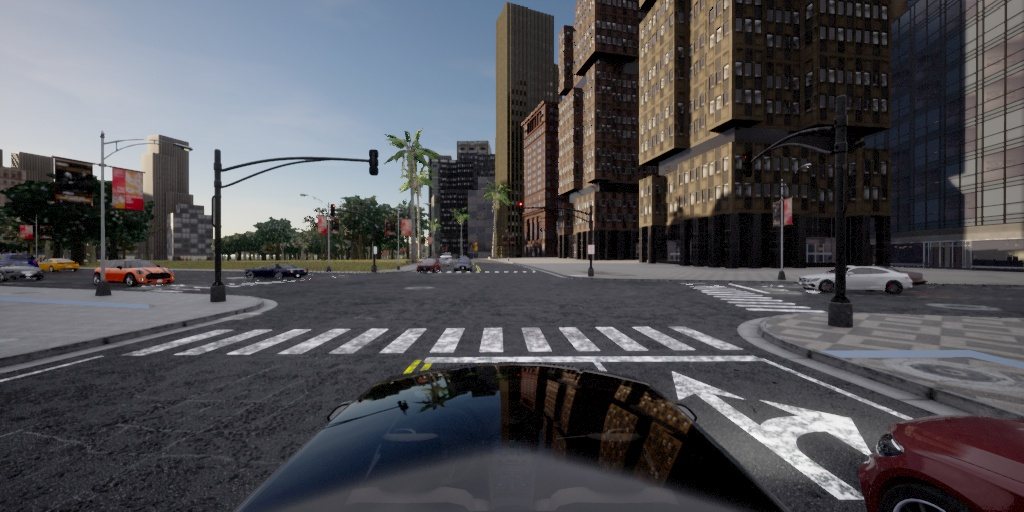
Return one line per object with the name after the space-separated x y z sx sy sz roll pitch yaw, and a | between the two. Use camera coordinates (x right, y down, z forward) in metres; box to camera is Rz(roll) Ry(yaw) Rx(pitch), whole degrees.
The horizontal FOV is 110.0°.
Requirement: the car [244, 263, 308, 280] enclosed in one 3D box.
-18.968 1.236 28.777 4.718 1.301 1.895 0 0 16 | car

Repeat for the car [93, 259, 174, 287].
-24.574 1.004 23.357 4.553 1.767 2.097 0 0 15 | car

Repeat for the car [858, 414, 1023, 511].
3.266 1.276 0.435 1.812 1.442 4.674 0 0 0 | car

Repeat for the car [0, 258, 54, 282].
-37.558 1.111 26.769 4.902 1.511 2.128 0 0 15 | car

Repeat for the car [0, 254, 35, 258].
-52.695 0.778 37.565 5.566 2.045 2.150 0 0 15 | car

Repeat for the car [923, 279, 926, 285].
21.183 1.229 21.738 5.357 1.411 2.033 0 0 15 | car

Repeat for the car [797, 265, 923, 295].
18.158 1.219 19.170 4.674 1.442 1.812 0 0 15 | car

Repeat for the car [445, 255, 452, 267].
-10.114 0.936 52.388 1.895 1.301 4.718 0 1 -8 | car

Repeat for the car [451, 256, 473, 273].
-5.354 1.062 39.497 1.994 1.385 4.181 0 1 -6 | car

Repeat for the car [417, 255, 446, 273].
-8.782 0.984 38.608 1.882 1.535 5.008 0 1 0 | car
